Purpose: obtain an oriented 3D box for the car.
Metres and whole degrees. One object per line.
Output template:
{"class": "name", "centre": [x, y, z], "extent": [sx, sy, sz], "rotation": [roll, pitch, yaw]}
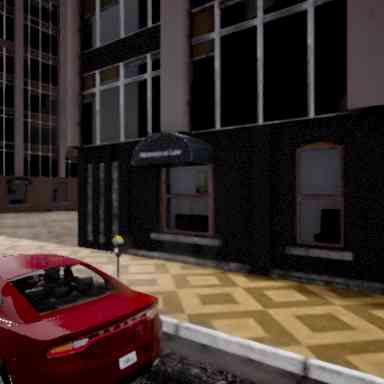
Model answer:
{"class": "car", "centre": [-2.458, 1.542, 4.623], "extent": [4.507, 1.381, 1.887], "rotation": [0, 0, 35]}
